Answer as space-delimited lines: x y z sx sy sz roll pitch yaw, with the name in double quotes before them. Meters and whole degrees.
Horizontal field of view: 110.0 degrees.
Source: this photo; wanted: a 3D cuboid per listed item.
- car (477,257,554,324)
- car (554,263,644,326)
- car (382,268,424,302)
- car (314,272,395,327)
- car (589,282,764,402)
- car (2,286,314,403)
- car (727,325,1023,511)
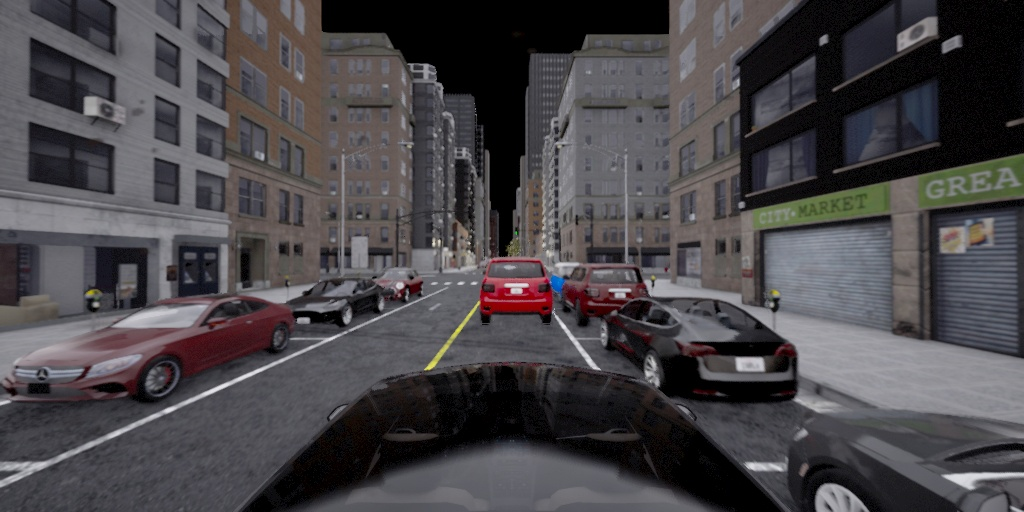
"car" 0.118 1.063 12.516 2.150 2.045 5.566 0 0 0
"car" 2.873 1.150 11.903 2.192 1.841 5.009 0 0 0
"car" -5.643 1.321 17.436 1.967 1.591 4.097 0 0 0
"car" -5.653 1.401 11.911 1.948 1.339 4.313 0 0 0
"car" 2.863 1.355 6.379 1.948 1.339 4.313 0 0 0
"car" -5.663 1.371 6.387 1.802 1.307 4.207 0 0 0
"car" 2.853 1.293 0.856 2.007 1.370 4.403 0 0 0
